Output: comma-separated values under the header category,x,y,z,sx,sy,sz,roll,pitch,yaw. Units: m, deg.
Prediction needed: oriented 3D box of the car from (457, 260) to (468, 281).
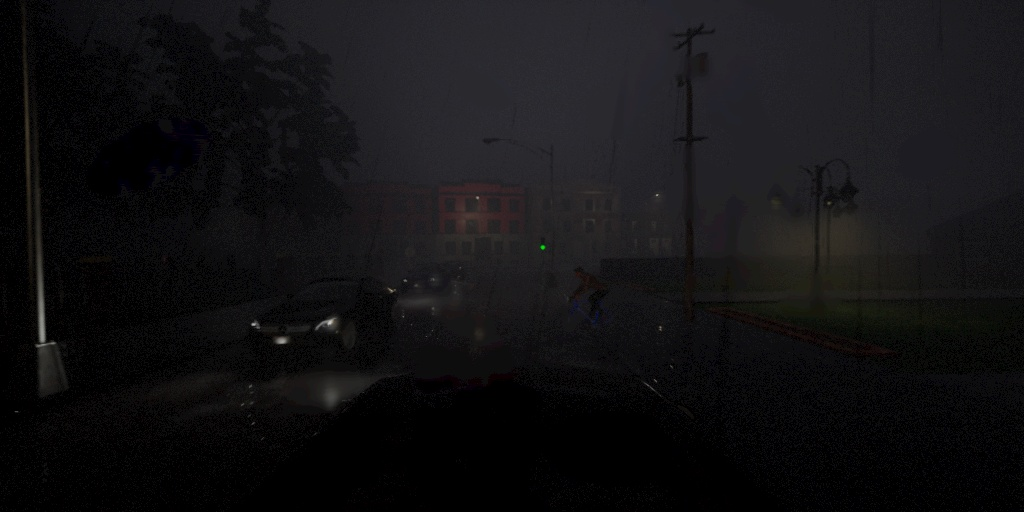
category,x,y,z,sx,sy,sz,roll,pitch,yaw
car,-4.289,1.019,25.897,1.994,1.385,4.181,-1,1,-1

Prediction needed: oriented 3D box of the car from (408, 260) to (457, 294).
category,x,y,z,sx,sy,sz,roll,pitch,yaw
car,-4.269,1.078,18.560,1.812,1.442,4.674,-1,1,0

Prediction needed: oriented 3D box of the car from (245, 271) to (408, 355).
category,x,y,z,sx,sy,sz,roll,pitch,yaw
car,-4.173,1.219,8.766,1.812,1.442,4.674,-1,1,-1

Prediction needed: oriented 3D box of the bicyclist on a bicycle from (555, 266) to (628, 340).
category,x,y,z,sx,sy,sz,roll,pitch,yaw
bicyclist on a bicycle,1.712,1.023,7.968,1.656,1.620,0.582,-7,1,-1
